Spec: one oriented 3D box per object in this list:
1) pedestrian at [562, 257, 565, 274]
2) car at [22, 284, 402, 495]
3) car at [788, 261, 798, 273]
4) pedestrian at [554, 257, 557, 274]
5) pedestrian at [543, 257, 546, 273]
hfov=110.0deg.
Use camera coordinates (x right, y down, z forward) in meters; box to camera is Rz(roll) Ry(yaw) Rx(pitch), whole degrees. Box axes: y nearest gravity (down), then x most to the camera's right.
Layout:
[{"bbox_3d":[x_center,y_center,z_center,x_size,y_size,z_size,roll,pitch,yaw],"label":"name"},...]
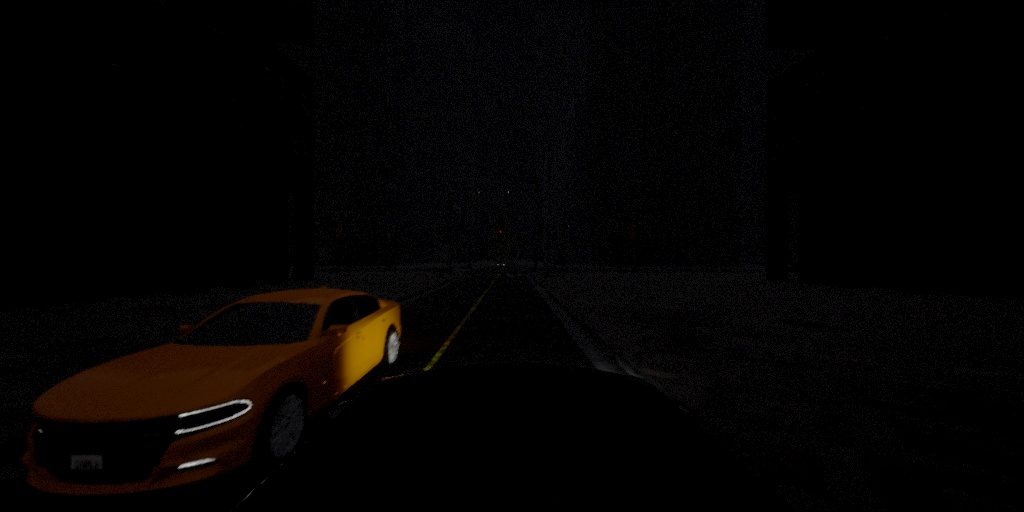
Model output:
[{"bbox_3d":[5.640,1.008,39.068,0.375,1.860,0.375,0,0,0],"label":"pedestrian"},{"bbox_3d":[-3.102,1.238,5.112,1.882,1.535,5.008,0,0,0],"label":"car"},{"bbox_3d":[37.366,1.431,45.665,4.892,1.490,1.837,0,0,0],"label":"car"},{"bbox_3d":[4.640,0.996,38.468,0.375,1.860,0.375,0,0,0],"label":"pedestrian"},{"bbox_3d":[3.640,0.995,39.668,0.375,1.860,0.375,0,0,0],"label":"pedestrian"}]
